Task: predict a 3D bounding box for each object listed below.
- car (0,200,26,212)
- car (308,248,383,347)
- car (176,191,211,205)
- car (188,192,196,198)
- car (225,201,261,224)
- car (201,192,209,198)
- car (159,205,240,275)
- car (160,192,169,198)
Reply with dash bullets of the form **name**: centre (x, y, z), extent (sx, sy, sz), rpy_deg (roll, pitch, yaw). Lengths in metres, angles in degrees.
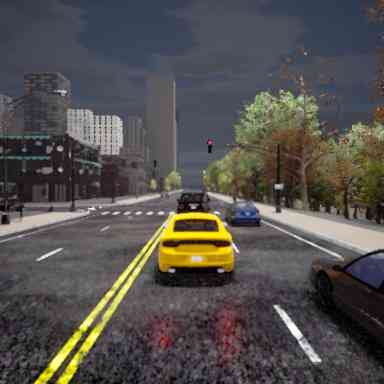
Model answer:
- **car**: centre (-19.958, 1.475, 35.160), extent (4.313, 1.339, 1.947), rpy_deg (-1, 2, 0)
- **car**: centre (3.353, 1.501, 4.576), extent (2.033, 1.411, 5.357), rpy_deg (0, 1, 0)
- **car**: centre (0.098, 1.000, 22.585), extent (2.150, 2.045, 5.566), rpy_deg (0, 1, 0)
- **car**: centre (-0.013, 0.666, 85.592), extent (2.128, 1.511, 4.902), rpy_deg (0, 1, 0)
- **car**: centre (3.349, 1.326, 22.477), extent (2.033, 1.411, 5.357), rpy_deg (0, 1, 0)
- **car**: centre (3.237, 0.732, 86.041), extent (1.895, 1.301, 4.718), rpy_deg (0, 1, 0)
- **car**: centre (0.098, 1.377, 10.125), extent (1.882, 1.535, 5.008), rpy_deg (0, 0, 0)
- **car**: centre (-6.510, 0.741, 79.153), extent (2.128, 1.511, 4.902), rpy_deg (0, 1, 0)
